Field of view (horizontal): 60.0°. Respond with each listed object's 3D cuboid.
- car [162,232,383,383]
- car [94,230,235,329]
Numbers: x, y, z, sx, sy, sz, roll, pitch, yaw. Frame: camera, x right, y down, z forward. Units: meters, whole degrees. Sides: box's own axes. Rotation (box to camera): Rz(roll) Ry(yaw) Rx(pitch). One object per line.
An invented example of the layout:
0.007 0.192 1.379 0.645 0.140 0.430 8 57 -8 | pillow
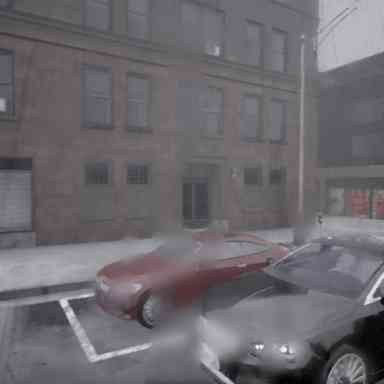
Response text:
2.303 1.417 4.662 4.902 1.511 2.128 0 1 -30 | car
0.284 1.443 6.473 4.206 1.307 1.802 0 1 -30 | car
